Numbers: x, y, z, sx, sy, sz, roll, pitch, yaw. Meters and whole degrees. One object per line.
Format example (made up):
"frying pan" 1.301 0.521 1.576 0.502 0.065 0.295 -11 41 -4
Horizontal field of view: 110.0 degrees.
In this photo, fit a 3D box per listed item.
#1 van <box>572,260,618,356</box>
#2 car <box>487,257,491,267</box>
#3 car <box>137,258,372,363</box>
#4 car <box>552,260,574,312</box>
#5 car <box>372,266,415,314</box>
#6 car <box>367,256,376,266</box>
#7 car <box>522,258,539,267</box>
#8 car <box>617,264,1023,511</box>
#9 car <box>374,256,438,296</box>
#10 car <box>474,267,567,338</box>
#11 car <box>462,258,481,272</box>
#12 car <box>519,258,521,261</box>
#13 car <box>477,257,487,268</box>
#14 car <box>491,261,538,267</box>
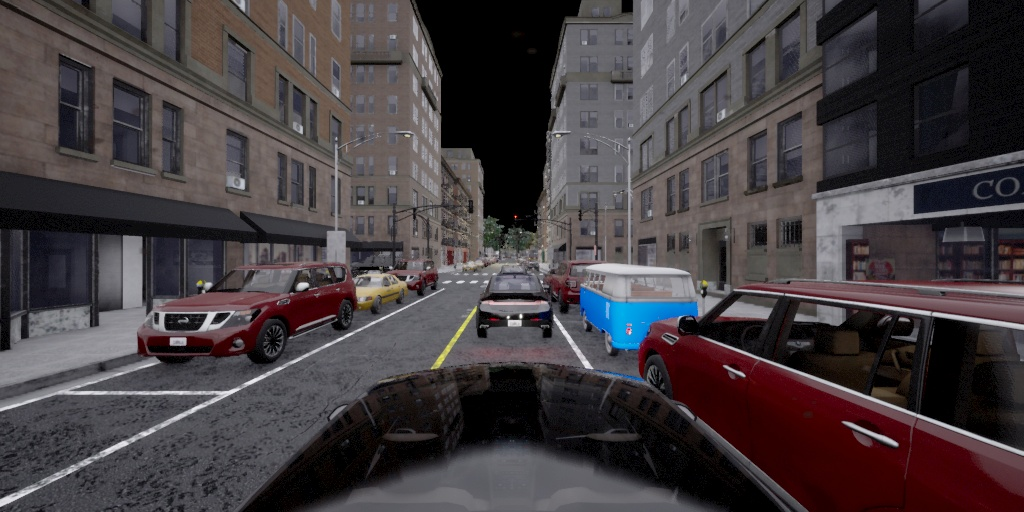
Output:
"van" 2.639 1.091 8.305 1.690 1.789 3.998 0 0 0
"car" -5.392 1.063 63.119 2.192 1.841 5.009 0 0 0
"car" -5.397 1.065 8.310 2.192 1.841 5.009 0 0 0
"car" 2.641 1.064 13.984 2.192 1.841 5.009 0 0 0
"car" -5.397 1.275 13.817 1.751 1.417 4.829 0 0 0
"car" -13.217 1.025 34.784 5.566 2.045 2.150 0 0 0
"car" 2.651 1.298 46.671 2.007 1.370 4.403 0 0 0
"car" 2.637 1.065 2.626 2.192 1.841 5.009 0 0 0
"car" -5.396 1.064 19.666 2.192 1.841 5.009 0 0 0
"car" 0.075 1.242 10.178 2.128 1.511 4.902 0 0 0
"car" -5.403 1.273 46.504 1.751 1.417 4.829 0 0 0
"car" 2.654 1.298 57.635 2.007 1.370 4.403 0 0 0
"car" -5.396 1.273 57.467 1.751 1.417 4.829 0 0 0
"car" 0.074 1.241 20.229 2.128 1.511 4.902 0 0 -1
